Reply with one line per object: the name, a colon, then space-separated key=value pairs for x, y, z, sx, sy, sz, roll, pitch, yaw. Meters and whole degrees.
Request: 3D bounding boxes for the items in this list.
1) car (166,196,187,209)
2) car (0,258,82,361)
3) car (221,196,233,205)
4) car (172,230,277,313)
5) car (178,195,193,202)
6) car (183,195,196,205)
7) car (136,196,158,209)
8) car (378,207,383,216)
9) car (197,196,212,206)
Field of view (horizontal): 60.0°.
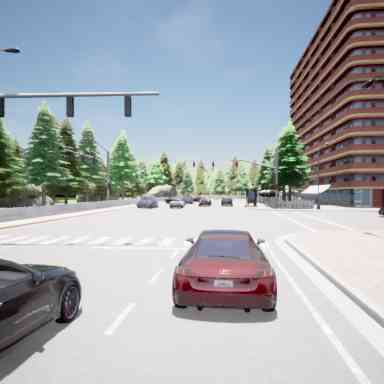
car: x=-2.096 y=1.601 z=45.648 sx=1.895 sy=1.301 sz=4.718 roll=0 pitch=0 yaw=1
car: x=-3.136 y=1.526 z=4.295 sx=1.812 sy=1.442 sz=4.674 roll=0 pitch=0 yaw=7
car: x=5.950 y=1.491 z=56.522 sx=2.128 sy=1.511 sz=4.902 roll=0 pitch=0 yaw=6
car: x=0.771 y=1.564 z=7.788 sx=1.994 sy=1.385 sz=4.181 roll=0 pitch=0 yaw=6
car: x=-1.407 y=1.500 z=76.678 sx=1.837 sy=1.490 sz=4.892 roll=0 pitch=0 yaw=18
car: x=-0.933 y=1.563 z=59.493 sx=1.994 sy=1.385 sz=4.181 roll=0 pitch=0 yaw=7
car: x=-6.025 y=1.351 z=45.006 sx=2.097 sy=1.767 sz=4.553 roll=0 pitch=0 yaw=6
car: x=19.230 y=1.619 z=29.983 sx=4.181 sy=1.385 sz=1.994 roll=0 pitch=0 yaw=6
car: x=2.311 y=1.600 z=55.391 sx=1.895 sy=1.301 sz=4.718 roll=0 pitch=0 yaw=6
